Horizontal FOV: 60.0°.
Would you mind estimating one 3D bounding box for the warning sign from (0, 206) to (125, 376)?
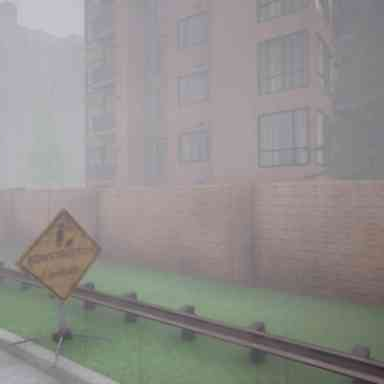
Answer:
[{"bbox_3d":[-1.791,1.153,4.590,1.060,1.860,1.300,-1,0,35],"label":"warning sign"}]
